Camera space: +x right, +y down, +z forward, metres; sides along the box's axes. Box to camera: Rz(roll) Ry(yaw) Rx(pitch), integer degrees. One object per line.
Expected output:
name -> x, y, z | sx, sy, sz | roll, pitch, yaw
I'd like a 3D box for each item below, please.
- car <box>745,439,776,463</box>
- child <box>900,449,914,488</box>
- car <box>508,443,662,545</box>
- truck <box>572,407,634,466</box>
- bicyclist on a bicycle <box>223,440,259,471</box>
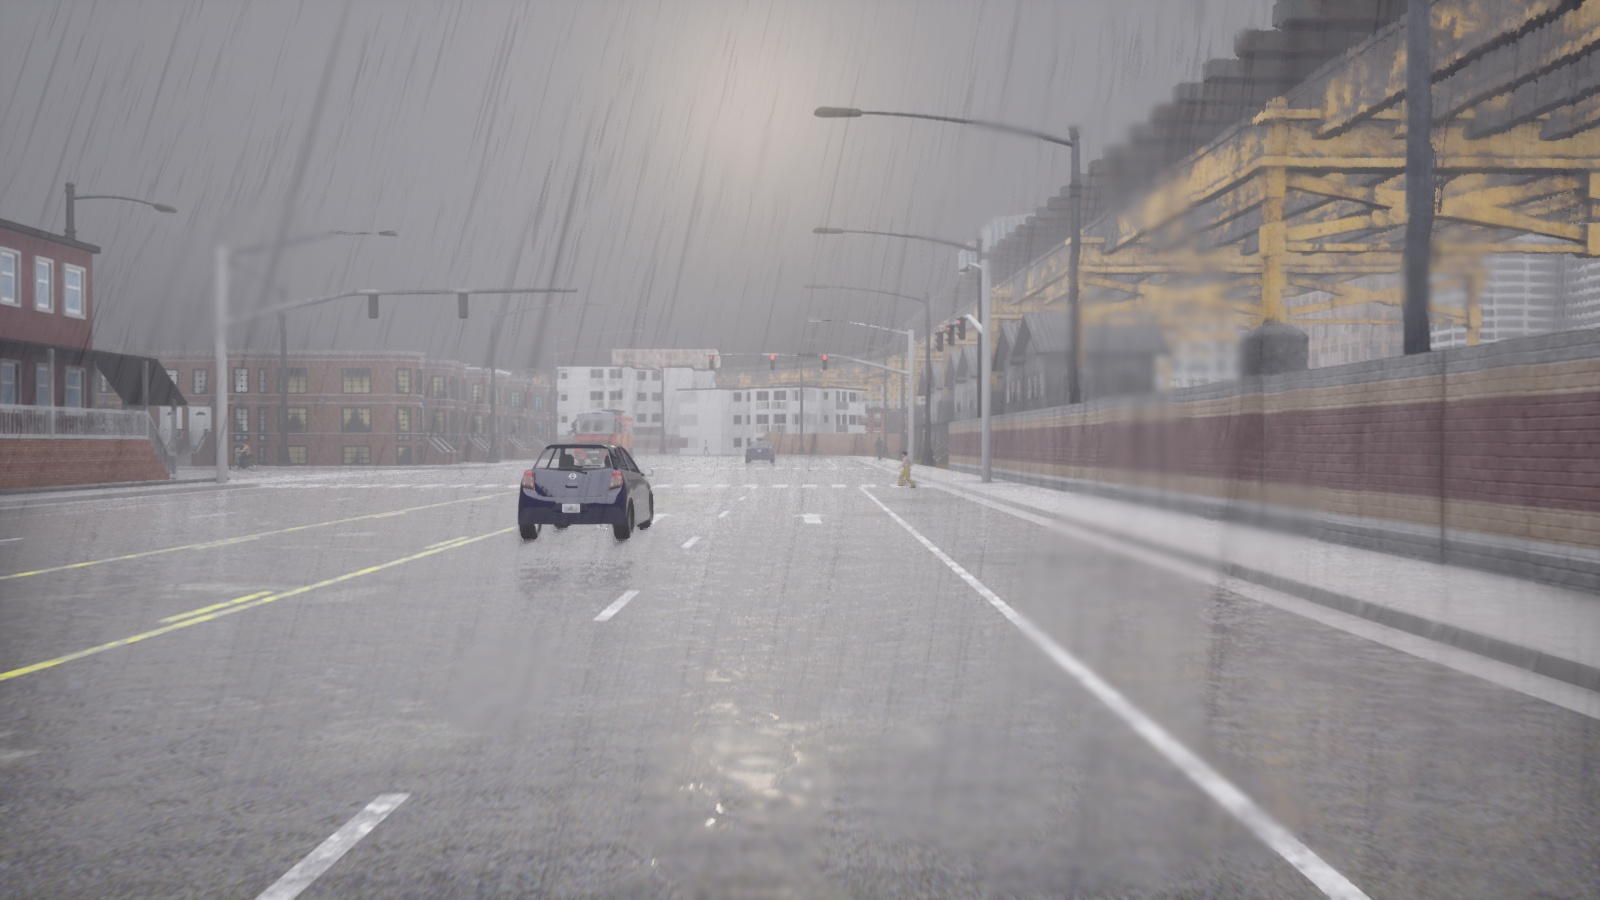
car -> -2.949, 0.066, 94.142 | 2.097, 1.767, 4.553 | 0, 0, 0
child -> 3.518, 0.597, 41.143 | 0.437, 1.263, 0.270 | 0, 0, 9
car -> -3.370, 0.642, 20.299 | 1.845, 1.501, 3.633 | 0, 0, 0
truck -> -13.490, -0.922, 86.533 | 2.891, 3.827, 8.468 | 0, 0, 0
bicyclist on a bicycle -> -29.069, 0.288, 65.319 | 1.509, 1.612, 0.866 | 0, 0, -1
